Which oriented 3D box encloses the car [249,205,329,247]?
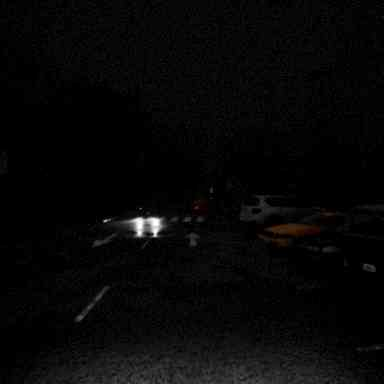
[{"bbox_3d":[5.227,1.450,13.124,5.366,1.575,1.946,1,0,-20],"label":"car"}]

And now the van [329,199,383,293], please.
[{"bbox_3d":[5.498,1.240,7.224,4.442,1.987,1.878,1,0,-20],"label":"van"}]

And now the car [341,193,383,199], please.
[{"bbox_3d":[18.443,1.157,35.172,2.435,2.045,5.566,0,1,-21],"label":"car"}]

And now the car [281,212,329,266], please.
[{"bbox_3d":[5.401,1.500,10.182,4.674,1.452,2.002,1,0,-20],"label":"car"}]

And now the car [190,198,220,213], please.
[{"bbox_3d":[1.439,1.418,35.859,1.882,1.535,5.008,-1,0,22],"label":"car"}]

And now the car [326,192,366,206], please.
[{"bbox_3d":[24.112,1.127,52.299,2.435,2.045,5.566,0,-1,-21],"label":"car"}]

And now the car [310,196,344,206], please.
[{"bbox_3d":[21.089,1.411,52.226,2.163,1.488,4.792,0,-1,-21],"label":"car"}]

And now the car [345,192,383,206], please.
[{"bbox_3d":[27.172,1.123,52.327,2.435,2.045,5.566,0,-1,-21],"label":"car"}]

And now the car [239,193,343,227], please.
[{"bbox_3d":[5.432,1.194,19.216,5.566,2.045,2.435,1,0,-20],"label":"car"}]

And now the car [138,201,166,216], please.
[{"bbox_3d":[-3.747,1.580,31.936,1.895,1.301,4.718,0,0,5],"label":"car"}]

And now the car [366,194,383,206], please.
[{"bbox_3d":[30.169,1.246,52.448,2.185,1.767,4.553,0,-1,-21],"label":"car"}]
